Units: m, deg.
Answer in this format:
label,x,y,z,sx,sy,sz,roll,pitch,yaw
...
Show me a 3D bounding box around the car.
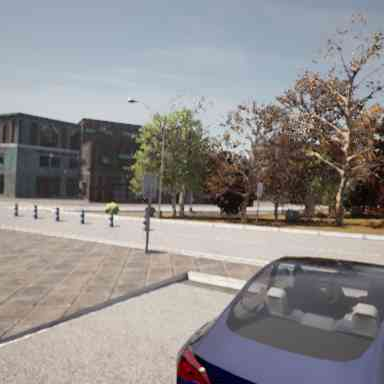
label,x,y,z,sx,sy,sz,roll,pitch,yaw
car,1.764,1.506,3.925,2.163,1.488,4.792,0,0,36
